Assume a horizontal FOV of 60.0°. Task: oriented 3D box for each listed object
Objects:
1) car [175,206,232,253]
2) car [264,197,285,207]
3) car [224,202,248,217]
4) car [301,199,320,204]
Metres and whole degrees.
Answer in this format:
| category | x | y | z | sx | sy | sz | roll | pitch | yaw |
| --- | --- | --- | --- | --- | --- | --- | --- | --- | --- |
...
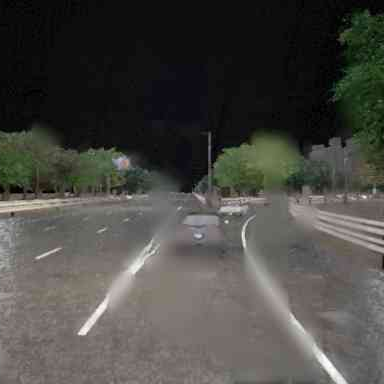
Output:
| category | x | y | z | sx | sy | sz | roll | pitch | yaw |
| --- | --- | --- | --- | --- | --- | --- | --- | --- | --- |
| car | 0.497 | 1.538 | 13.746 | 2.033 | 1.411 | 5.357 | 0 | 0 | 6 |
| car | 12.165 | 1.499 | 48.869 | 2.033 | 1.411 | 5.357 | 0 | 0 | 31 |
| car | 4.026 | 1.579 | 30.812 | 1.895 | 1.301 | 4.718 | 0 | 0 | 18 |
| car | 22.354 | 1.512 | 62.585 | 1.895 | 1.301 | 4.718 | 0 | 0 | 42 |
